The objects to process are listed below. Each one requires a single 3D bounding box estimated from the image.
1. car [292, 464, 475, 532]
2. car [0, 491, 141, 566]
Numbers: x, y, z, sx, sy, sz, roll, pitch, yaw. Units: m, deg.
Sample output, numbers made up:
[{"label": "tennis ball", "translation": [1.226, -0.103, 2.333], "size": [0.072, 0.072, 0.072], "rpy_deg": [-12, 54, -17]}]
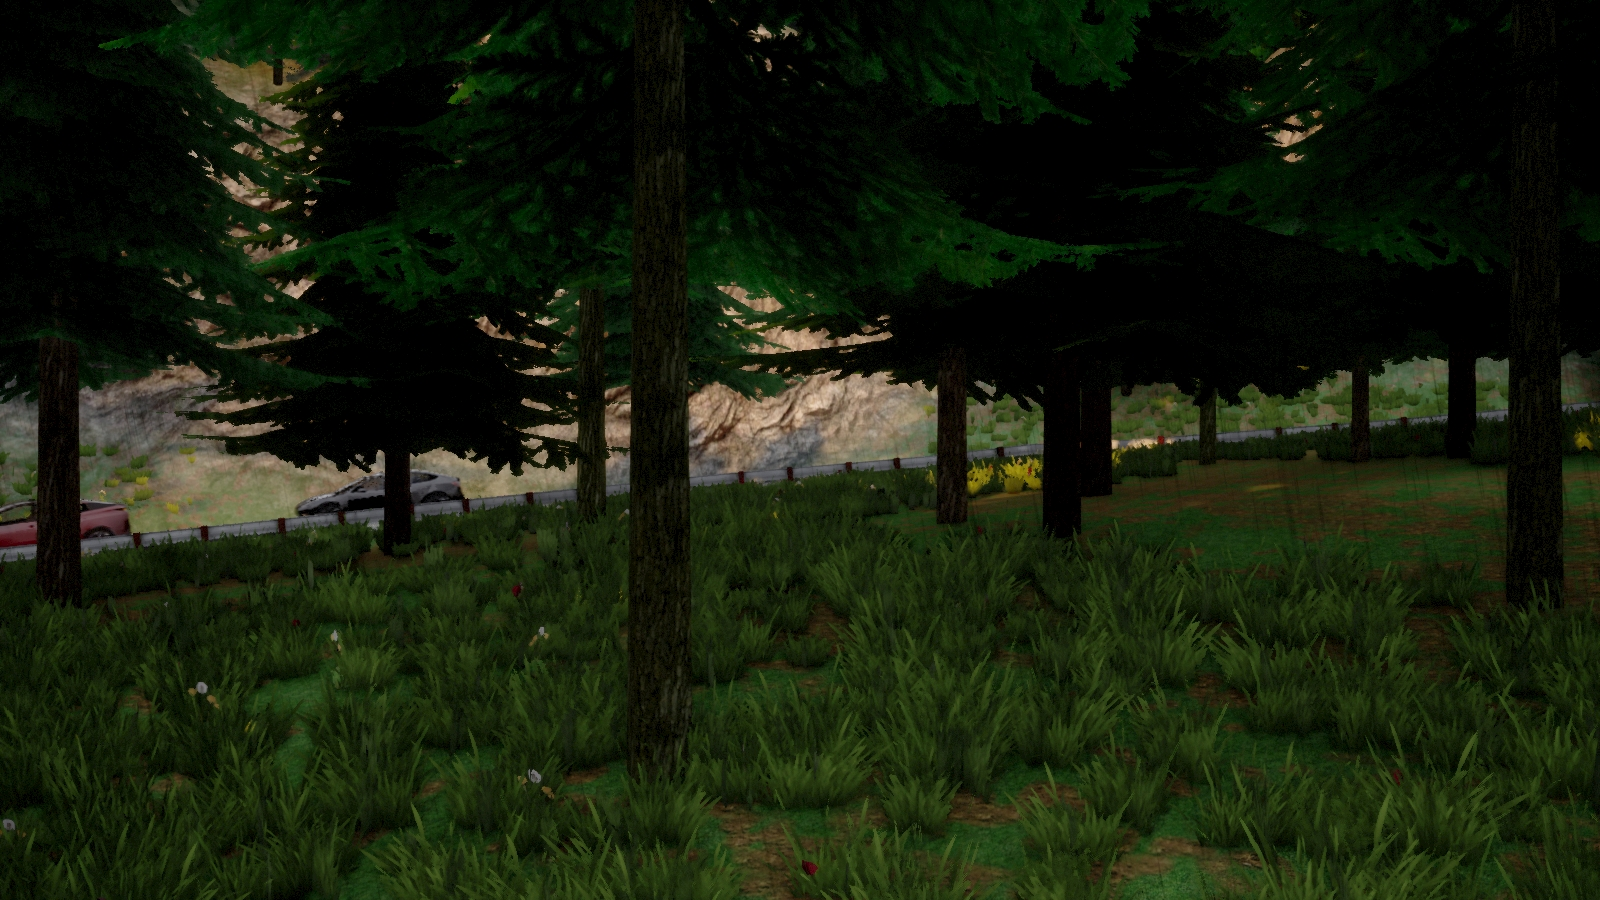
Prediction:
[{"label": "car", "translation": [-12.548, 1.393, 34.473], "size": [4.792, 1.488, 2.163], "rpy_deg": [-5, 3, -30]}, {"label": "car", "translation": [-19.821, 2.058, 29.493], "size": [4.514, 1.525, 2.007], "rpy_deg": [-6, 3, -39]}]
